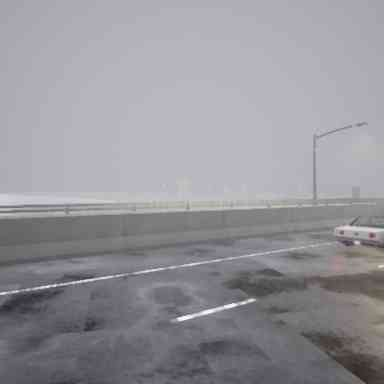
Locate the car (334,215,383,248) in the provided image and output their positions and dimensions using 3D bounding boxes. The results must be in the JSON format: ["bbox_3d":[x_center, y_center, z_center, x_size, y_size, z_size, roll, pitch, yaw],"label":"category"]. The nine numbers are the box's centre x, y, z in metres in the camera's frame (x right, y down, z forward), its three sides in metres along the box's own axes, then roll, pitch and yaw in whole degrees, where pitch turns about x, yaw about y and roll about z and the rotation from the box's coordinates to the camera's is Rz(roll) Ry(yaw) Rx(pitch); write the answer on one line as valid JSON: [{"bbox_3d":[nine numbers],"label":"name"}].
[{"bbox_3d":[8.069,1.624,13.847,4.718,1.301,1.895,0,0,-35],"label":"car"}]
